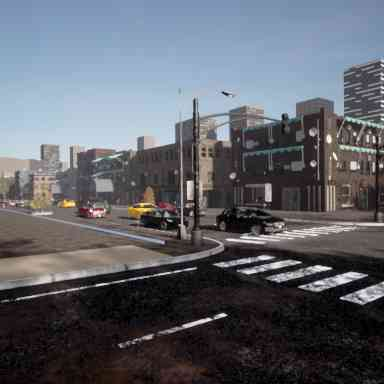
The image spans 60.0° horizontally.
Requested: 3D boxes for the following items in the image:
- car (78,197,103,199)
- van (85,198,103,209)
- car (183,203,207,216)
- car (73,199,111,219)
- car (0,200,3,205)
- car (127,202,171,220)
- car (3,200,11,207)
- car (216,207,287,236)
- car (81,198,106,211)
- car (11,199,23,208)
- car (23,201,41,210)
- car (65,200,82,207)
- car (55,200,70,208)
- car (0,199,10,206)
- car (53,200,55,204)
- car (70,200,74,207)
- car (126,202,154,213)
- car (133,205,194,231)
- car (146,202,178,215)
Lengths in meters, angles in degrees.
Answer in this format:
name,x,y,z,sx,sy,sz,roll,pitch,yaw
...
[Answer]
name,x,y,z,sx,sy,sz,roll,pitch,yaw
car,-11.841,1.672,40.621,2.150,2.045,5.566,-1,0,-37
van,-16.820,1.907,56.901,1.690,1.788,3.998,-1,0,-37
car,-0.227,1.810,34.748,2.008,1.369,4.403,-2,0,-37
car,-10.254,1.847,34.154,1.967,1.590,4.097,-2,0,-37
car,-43.428,2.548,78.461,2.008,1.369,4.403,-1,0,-37
car,-4.196,1.782,30.402,1.882,1.535,5.008,-1,-1,-37
car,-40.112,2.380,74.030,1.967,1.590,4.097,-1,0,-37
car,3.386,1.657,19.818,1.837,1.490,4.892,-1,0,-33
car,-14.837,1.871,49.953,2.097,1.767,4.553,-1,0,-37
car,-33.475,2.376,65.170,2.008,1.369,4.403,-1,0,-37
car,-26.738,2.233,56.172,1.752,1.417,4.829,-1,0,-37
car,-23.450,2.228,65.763,1.887,1.381,4.507,-1,0,-37
car,-22.971,2.142,60.816,1.882,1.535,5.008,-1,0,-37
car,-46.745,2.598,82.891,1.887,1.381,4.507,-1,0,-37
car,-30.085,2.364,74.625,1.947,1.339,4.313,-1,0,-37
car,-20.138,1.940,61.331,2.192,1.841,5.009,-1,0,-37
car,-6.861,1.966,43.609,1.802,1.307,4.206,-2,0,-37
car,-2.031,1.815,22.974,1.947,1.339,4.313,-2,0,-37
car,-3.544,1.904,39.179,1.802,1.307,4.206,-2,0,-37
